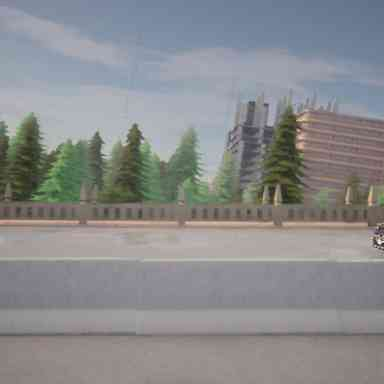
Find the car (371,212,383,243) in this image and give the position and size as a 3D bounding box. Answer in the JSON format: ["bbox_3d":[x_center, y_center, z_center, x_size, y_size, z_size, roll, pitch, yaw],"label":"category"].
[{"bbox_3d":[11.870,1.756,16.097,5.357,1.411,2.033,1,0,-2],"label":"car"}]

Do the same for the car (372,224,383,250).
[{"bbox_3d":[9.426,1.669,12.510,4.892,1.490,1.837,1,0,-2],"label":"car"}]
